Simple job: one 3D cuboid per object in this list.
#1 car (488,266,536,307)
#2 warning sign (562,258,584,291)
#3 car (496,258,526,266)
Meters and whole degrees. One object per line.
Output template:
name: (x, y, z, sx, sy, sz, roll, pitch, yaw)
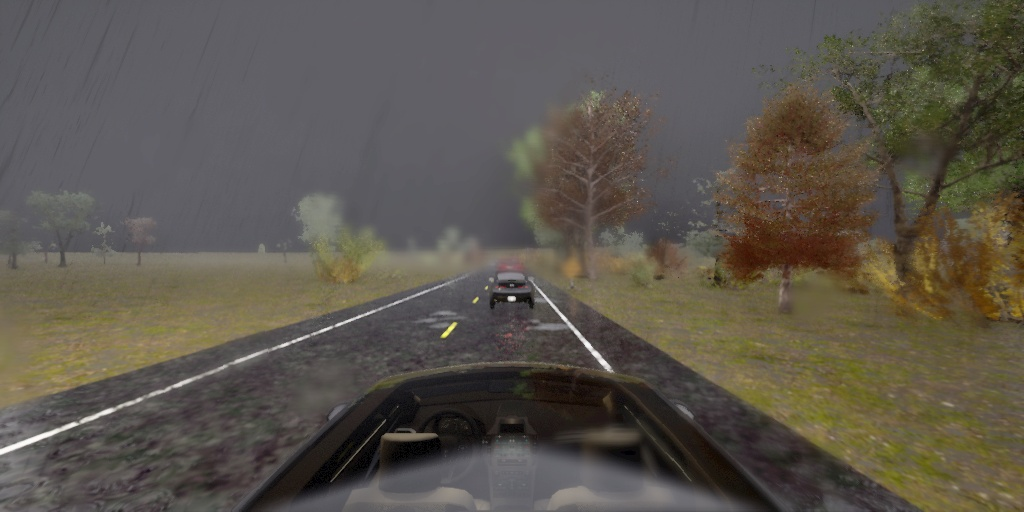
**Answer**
car: (0.002, 1.386, 16.149, 1.837, 1.490, 4.892, 0, 0, 0)
warning sign: (3.546, 1.036, 21.114, 1.300, 1.860, 1.060, 0, 0, 0)
car: (-0.004, 1.219, 30.873, 2.150, 2.045, 5.566, 0, 0, 0)
